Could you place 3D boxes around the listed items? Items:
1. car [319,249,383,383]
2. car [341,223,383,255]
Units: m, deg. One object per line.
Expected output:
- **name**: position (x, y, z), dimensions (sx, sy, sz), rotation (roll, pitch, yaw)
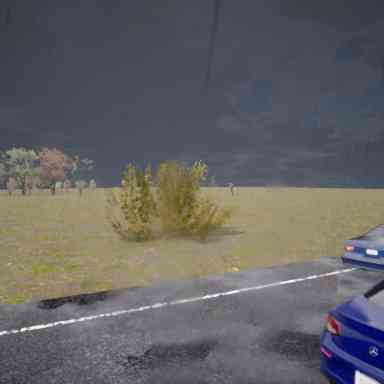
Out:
- **car**: position (3.590, 1.526, 4.028), dimensions (4.674, 1.442, 1.812), rotation (0, 0, -29)
- **car**: position (6.584, 1.549, 9.734), dimensions (5.357, 1.411, 2.033), rotation (0, 0, -34)
